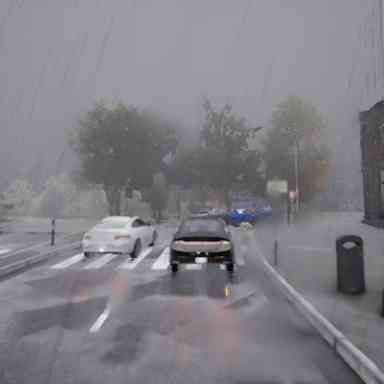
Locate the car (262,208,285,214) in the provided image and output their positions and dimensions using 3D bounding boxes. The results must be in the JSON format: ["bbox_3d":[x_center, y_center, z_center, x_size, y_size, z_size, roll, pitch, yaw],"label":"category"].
[{"bbox_3d":[19.001,4.432,77.532,4.718,1.301,1.895,-3,-6,37],"label":"car"}]

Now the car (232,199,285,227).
[{"bbox_3d":[4.955,1.641,25.475,2.150,2.045,5.566,-6,-6,35],"label":"car"}]

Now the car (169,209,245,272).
[{"bbox_3d":[0.386,1.562,11.064,2.128,1.511,4.902,0,0,4],"label":"car"}]

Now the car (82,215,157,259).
[{"bbox_3d":[-2.662,1.627,12.936,1.812,1.442,4.674,-1,0,6],"label":"car"}]
